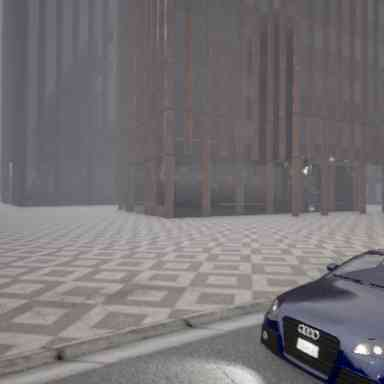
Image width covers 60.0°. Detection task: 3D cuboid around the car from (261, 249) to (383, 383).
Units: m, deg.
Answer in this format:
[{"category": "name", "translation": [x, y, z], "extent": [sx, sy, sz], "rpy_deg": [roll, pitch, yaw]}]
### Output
[{"category": "car", "translation": [3.027, 1.577, 4.758], "extent": [4.181, 1.385, 1.994], "rpy_deg": [0, 0, -30]}]
